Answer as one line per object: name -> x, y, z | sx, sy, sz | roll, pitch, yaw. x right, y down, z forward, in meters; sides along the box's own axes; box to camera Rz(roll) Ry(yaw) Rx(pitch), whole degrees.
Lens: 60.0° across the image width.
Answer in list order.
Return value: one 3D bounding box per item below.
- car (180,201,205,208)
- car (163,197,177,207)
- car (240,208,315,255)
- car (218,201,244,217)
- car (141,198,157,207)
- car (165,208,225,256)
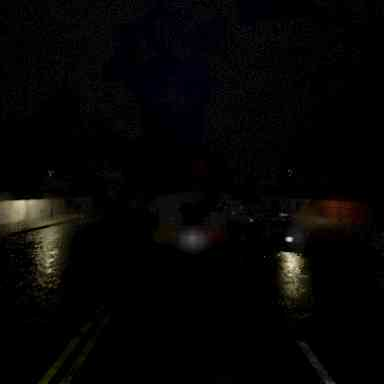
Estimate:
car -> 0.051, 1.499, 28.006 | 1.837, 1.490, 4.892 | 0, 0, 1
car -> -3.293, 1.509, 50.128 | 1.812, 1.442, 4.674 | 0, 0, 0
car -> 3.302, 1.561, 13.209 | 1.994, 1.385, 4.181 | 0, 0, 0
car -> 3.300, 1.484, 27.967 | 2.128, 1.511, 4.902 | 0, 0, 1
car -> -6.542, 1.548, 50.527 | 1.994, 1.385, 4.181 | 0, 0, 1
car -> 0.050, 1.561, 13.164 | 1.994, 1.385, 4.181 | 0, 0, 1
